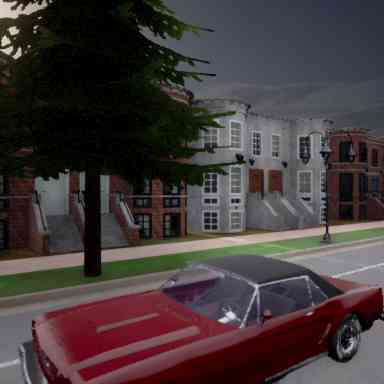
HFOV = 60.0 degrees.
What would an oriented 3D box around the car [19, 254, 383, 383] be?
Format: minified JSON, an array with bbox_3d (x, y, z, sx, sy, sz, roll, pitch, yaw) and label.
[{"bbox_3d":[0.442,1.601,4.329,4.718,1.301,1.895,0,0,-35],"label":"car"}]

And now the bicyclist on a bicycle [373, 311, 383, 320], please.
[{"bbox_3d":[3.413,1.937,4.360,1.620,0.582,1.656,-2,-31,47],"label":"bicyclist on a bicycle"}]
